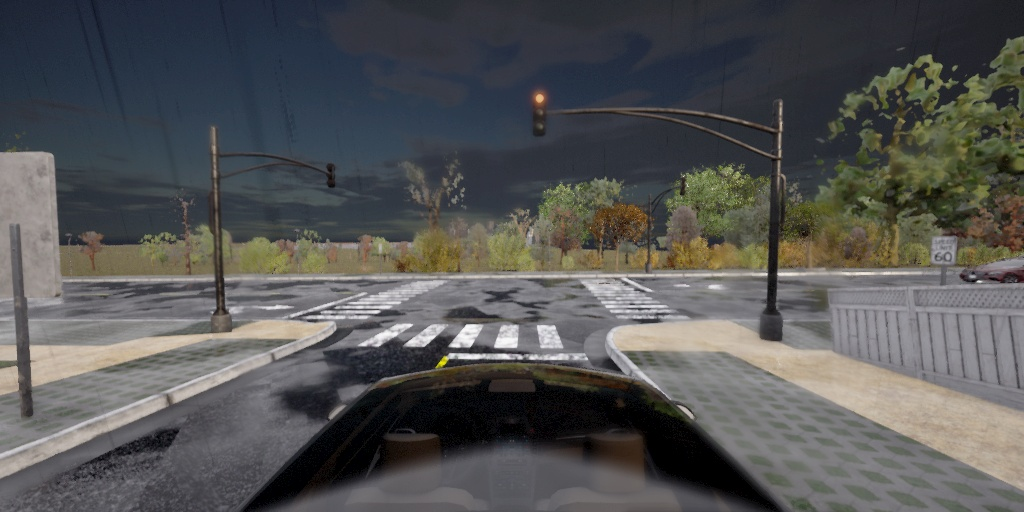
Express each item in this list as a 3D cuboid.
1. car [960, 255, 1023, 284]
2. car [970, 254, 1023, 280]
[{"bbox_3d":[26.970,0.811,18.999,4.674,1.442,1.812,-1,2,4],"label":"car"},{"bbox_3d":[32.132,0.626,21.867,5.357,1.411,2.033,-1,2,4],"label":"car"}]
